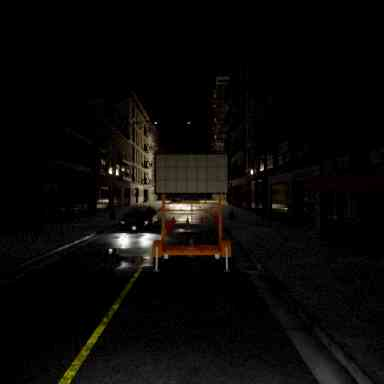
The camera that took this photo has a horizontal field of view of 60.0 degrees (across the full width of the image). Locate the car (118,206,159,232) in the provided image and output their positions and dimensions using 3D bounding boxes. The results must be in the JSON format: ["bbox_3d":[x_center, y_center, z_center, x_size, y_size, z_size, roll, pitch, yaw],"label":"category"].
[{"bbox_3d":[-3.121,1.558,20.586,2.033,1.411,5.357,0,0,0],"label":"car"}]

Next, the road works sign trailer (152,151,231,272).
[{"bbox_3d":[-0.006,0.468,10.826,2.380,3.560,2.880,0,0,0],"label":"road works sign trailer"}]

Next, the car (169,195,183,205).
[{"bbox_3d":[-3.117,1.614,62.442,1.812,1.442,4.674,0,0,0],"label":"car"}]
